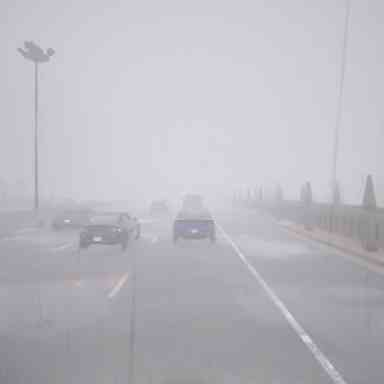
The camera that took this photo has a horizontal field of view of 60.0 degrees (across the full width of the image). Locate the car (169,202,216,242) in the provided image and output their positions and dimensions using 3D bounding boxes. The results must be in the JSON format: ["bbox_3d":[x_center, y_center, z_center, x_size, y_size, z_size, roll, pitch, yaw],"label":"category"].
[{"bbox_3d":[0.097,1.482,16.387,1.882,1.535,5.008,0,0,0],"label":"car"}]

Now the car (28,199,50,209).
[{"bbox_3d":[-21.079,1.618,46.402,1.994,1.385,4.181,0,0,0],"label":"car"}]

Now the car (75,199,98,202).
[{"bbox_3d":[-14.084,1.616,45.863,1.994,1.385,4.181,0,0,0],"label":"car"}]

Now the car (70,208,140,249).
[{"bbox_3d":[-3.416,1.528,14.345,1.812,1.442,4.674,0,0,0],"label":"car"}]

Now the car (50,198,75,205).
[{"bbox_3d":[-17.580,1.561,46.602,1.837,1.490,4.892,0,-1,0],"label":"car"}]

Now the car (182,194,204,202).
[{"bbox_3d":[0.095,1.249,35.689,2.150,2.045,5.566,0,0,0],"label":"car"}]

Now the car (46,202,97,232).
[{"bbox_3d":[-6.903,1.570,20.396,1.994,1.385,4.181,0,0,0],"label":"car"}]

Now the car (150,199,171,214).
[{"bbox_3d":[-3.405,1.520,36.218,2.128,1.511,4.902,0,0,0],"label":"car"}]
